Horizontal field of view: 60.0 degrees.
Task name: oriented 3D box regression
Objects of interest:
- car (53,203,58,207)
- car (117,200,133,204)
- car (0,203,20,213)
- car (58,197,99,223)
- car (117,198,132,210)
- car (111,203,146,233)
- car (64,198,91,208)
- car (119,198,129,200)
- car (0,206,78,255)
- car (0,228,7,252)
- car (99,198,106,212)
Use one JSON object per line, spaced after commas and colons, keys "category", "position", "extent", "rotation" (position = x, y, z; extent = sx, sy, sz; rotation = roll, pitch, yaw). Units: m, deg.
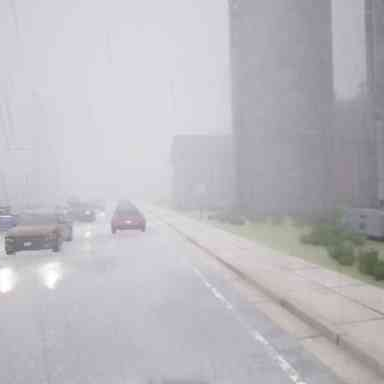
{"category": "car", "position": [-17.071, 1.702, 45.935], "extent": [3.866, 1.878, 1.905], "rotation": [-2, 0, -11]}
{"category": "car", "position": [-5.940, 1.699, 30.103], "extent": [1.895, 1.301, 4.718], "rotation": [-2, 0, -12]}
{"category": "car", "position": [-12.263, 1.788, 22.210], "extent": [4.611, 1.667, 2.242], "rotation": [-2, 0, -11]}
{"category": "car", "position": [-9.012, 1.551, 26.802], "extent": [2.097, 1.767, 4.553], "rotation": [-2, 0, -12]}
{"category": "car", "position": [-9.881, 1.645, 48.584], "extent": [1.882, 1.535, 5.008], "rotation": [-2, 0, -12]}
{"category": "car", "position": [-3.895, 1.626, 20.319], "extent": [1.994, 1.385, 4.181], "rotation": [-2, 0, -12]}
{"category": "car", "position": [-20.297, 1.957, 59.037], "extent": [4.193, 1.474, 1.816], "rotation": [-2, 0, -11]}
{"category": "car", "position": [-7.924, 1.697, 39.443], "extent": [1.994, 1.385, 4.181], "rotation": [-2, 0, -10]}
{"category": "car", "position": [-6.456, 1.632, 14.509], "extent": [1.882, 1.535, 5.008], "rotation": [-2, 0, -12]}
{"category": "car", "position": [-4.306, 1.595, 4.243], "extent": [1.882, 1.535, 5.008], "rotation": [-2, 0, -12]}
{"category": "car", "position": [-12.101, 1.525, 42.057], "extent": [2.097, 1.767, 4.553], "rotation": [-2, 0, -12]}
